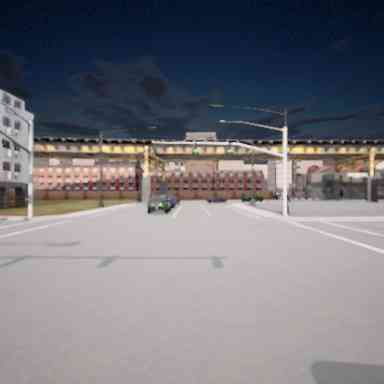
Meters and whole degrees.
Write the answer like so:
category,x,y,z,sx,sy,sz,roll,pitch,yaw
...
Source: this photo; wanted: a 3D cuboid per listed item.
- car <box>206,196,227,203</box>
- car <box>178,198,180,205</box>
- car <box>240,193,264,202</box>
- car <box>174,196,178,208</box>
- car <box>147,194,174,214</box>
category,x,y,z,sx,sy,sz,roll,pitch,yaw
car,5.135,1.586,68.980,2.033,1.411,5.357,0,0,39
car,-3.200,1.523,57.655,2.128,1.511,4.902,0,0,6
car,13.559,1.282,75.251,5.566,2.045,2.150,0,0,-24
car,-3.560,1.248,47.201,2.150,2.045,5.566,0,0,0
car,-3.564,1.243,36.797,2.150,2.045,5.566,0,0,1
